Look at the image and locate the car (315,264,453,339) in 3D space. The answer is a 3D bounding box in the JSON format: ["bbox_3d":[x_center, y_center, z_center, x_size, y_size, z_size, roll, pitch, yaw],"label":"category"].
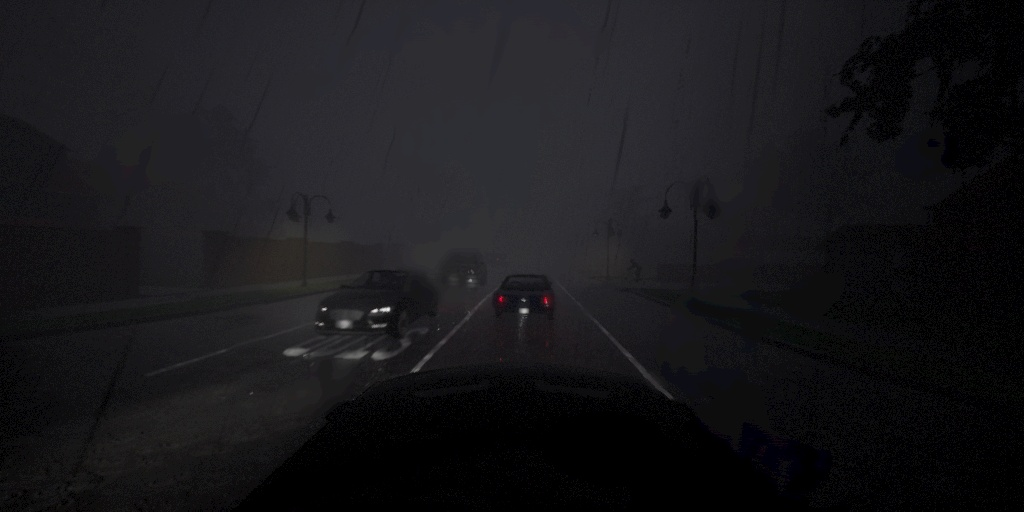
[{"bbox_3d":[-3.280,1.110,9.740,2.128,1.511,4.902,1,0,3],"label":"car"}]

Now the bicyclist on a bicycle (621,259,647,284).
[{"bbox_3d":[7.929,1.023,23.297,1.656,1.620,0.582,2,0,3],"label":"bicyclist on a bicycle"}]

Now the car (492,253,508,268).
[{"bbox_3d":[-2.851,0.543,50.789,2.150,2.045,5.566,2,1,-37],"label":"car"}]

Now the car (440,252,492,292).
[{"bbox_3d":[-2.708,0.785,20.363,2.150,2.045,5.566,1,0,3],"label":"car"}]

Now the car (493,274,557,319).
[{"bbox_3d":[0.507,1.291,12.617,1.895,1.301,4.718,1,0,4],"label":"car"}]
